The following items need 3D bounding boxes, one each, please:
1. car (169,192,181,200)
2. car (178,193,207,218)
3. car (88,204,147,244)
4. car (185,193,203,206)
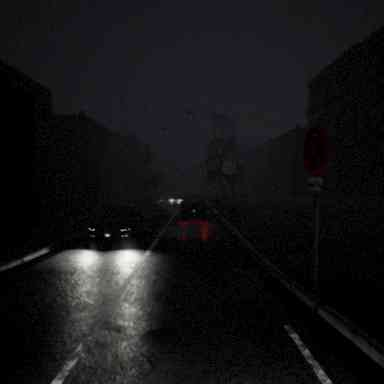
[{"bbox_3d":[-2.822,0.644,58.449,1.994,1.385,4.181,0,1,1],"label":"car"},{"bbox_3d":[0.141,1.128,25.724,1.882,1.535,5.008,0,1,0],"label":"car"},{"bbox_3d":[-3.161,1.336,14.905,1.837,1.490,4.892,0,1,0],"label":"car"},{"bbox_3d":[0.219,0.870,41.383,2.128,1.511,4.902,0,1,0],"label":"car"}]
